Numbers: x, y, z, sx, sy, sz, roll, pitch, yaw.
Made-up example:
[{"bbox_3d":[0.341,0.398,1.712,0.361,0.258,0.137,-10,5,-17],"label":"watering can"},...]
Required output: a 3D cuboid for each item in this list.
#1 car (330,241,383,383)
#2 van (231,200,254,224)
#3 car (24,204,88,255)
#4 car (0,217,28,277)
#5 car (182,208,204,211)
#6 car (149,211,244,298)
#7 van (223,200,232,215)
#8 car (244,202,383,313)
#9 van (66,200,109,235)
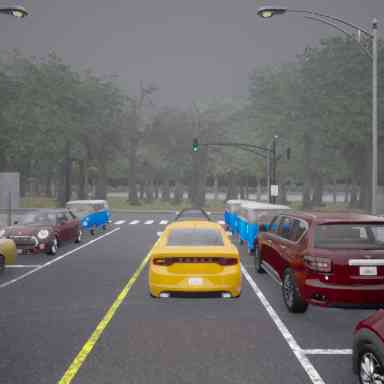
[{"bbox_3d":[2.758,1.440,2.145,1.967,1.590,4.097,0,0,0],"label":"car"},{"bbox_3d":[2.739,1.342,13.020,1.690,1.788,3.998,0,0,0],"label":"van"},{"bbox_3d":[-5.786,1.441,13.006,1.967,1.590,4.097,0,0,0],"label":"car"},{"bbox_3d":[-5.776,1.525,7.398,1.752,1.417,4.829,0,0,0],"label":"car"},{"bbox_3d":[0.051,1.565,17.925,1.994,1.385,4.181,0,0,1],"label":"car"},{"bbox_3d":[0.072,1.478,8.550,1.882,1.535,5.008,0,0,0],"label":"car"},{"bbox_3d":[2.730,1.343,18.458,1.690,1.788,3.998,0,0,0],"label":"van"},{"bbox_3d":[2.749,1.315,7.583,2.192,1.841,5.009,0,0,0],"label":"car"},{"bbox_3d":[-5.795,1.343,18.443,1.690,1.788,3.998,0,0,0],"label":"van"}]
